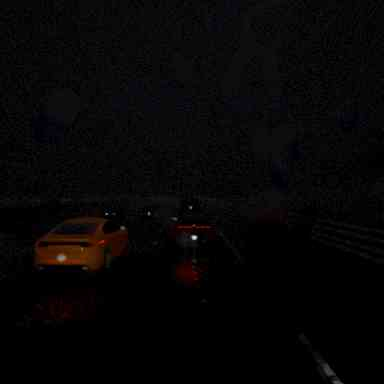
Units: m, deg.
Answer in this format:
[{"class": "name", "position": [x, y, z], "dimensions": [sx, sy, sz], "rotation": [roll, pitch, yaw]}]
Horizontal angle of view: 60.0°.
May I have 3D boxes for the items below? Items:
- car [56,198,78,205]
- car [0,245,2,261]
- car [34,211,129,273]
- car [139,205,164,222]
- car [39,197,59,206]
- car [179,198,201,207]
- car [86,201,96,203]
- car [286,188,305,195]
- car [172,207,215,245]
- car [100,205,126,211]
[{"class": "car", "position": [-21.939, 2.208, 59.920], "dimensions": [2.033, 1.411, 5.357], "rotation": [0, -1, -1]}, {"class": "car", "position": [-6.909, 1.587, 8.527], "dimensions": [2.128, 1.511, 4.902], "rotation": [0, -1, 0]}, {"class": "car", "position": [-3.407, 1.604, 11.177], "dimensions": [1.882, 1.535, 5.008], "rotation": [0, -1, 0]}, {"class": "car", "position": [-3.594, 1.894, 30.015], "dimensions": [2.033, 1.411, 5.357], "rotation": [0, -1, -1]}, {"class": "car", "position": [-25.434, 1.880, 59.775], "dimensions": [2.150, 2.045, 5.566], "rotation": [0, -1, -1]}, {"class": "car", "position": [-0.194, 1.619, 34.373], "dimensions": [2.150, 2.045, 5.566], "rotation": [0, -1, -1]}, {"class": "car", "position": [-18.457, 2.269, 60.415], "dimensions": [1.895, 1.301, 4.718], "rotation": [0, -1, -1]}, {"class": "car", "position": [24.650, 0.101, 79.133], "dimensions": [2.150, 2.045, 5.566], "rotation": [0, -4, -14]}, {"class": "car", "position": [0.084, 1.694, 16.504], "dimensions": [1.837, 1.490, 4.892], "rotation": [0, -1, 0]}, {"class": "car", "position": [-7.093, 1.892, 29.974], "dimensions": [2.033, 1.411, 5.357], "rotation": [0, -1, -1]}]
